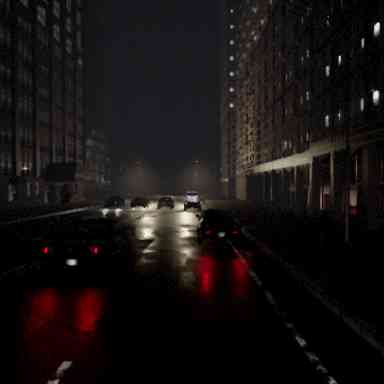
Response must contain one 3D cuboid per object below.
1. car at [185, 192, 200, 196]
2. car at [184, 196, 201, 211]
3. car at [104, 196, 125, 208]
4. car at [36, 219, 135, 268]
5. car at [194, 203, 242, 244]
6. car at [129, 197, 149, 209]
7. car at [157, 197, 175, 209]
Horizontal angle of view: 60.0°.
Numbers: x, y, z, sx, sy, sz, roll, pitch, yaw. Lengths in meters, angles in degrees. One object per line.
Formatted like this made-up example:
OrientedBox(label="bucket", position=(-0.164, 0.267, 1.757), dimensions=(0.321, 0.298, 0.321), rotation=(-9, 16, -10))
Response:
OrientedBox(label="car", position=(0.052, 0.931, 50.551), dimensions=(2.150, 2.045, 5.566), rotation=(0, 1, 0))
OrientedBox(label="car", position=(0.046, 1.388, 37.534), dimensions=(1.895, 1.301, 4.718), rotation=(0, 0, 1))
OrientedBox(label="car", position=(-9.824, 1.235, 42.496), dimensions=(1.882, 1.535, 5.008), rotation=(0, 0, 0))
OrientedBox(label="car", position=(-3.147, 1.541, 10.950), dimensions=(1.895, 1.301, 4.718), rotation=(0, 0, 0))
OrientedBox(label="car", position=(1.142, 1.443, 15.080), dimensions=(1.812, 1.442, 4.674), rotation=(0, 0, 0))
OrientedBox(label="car", position=(-6.578, 1.307, 42.204), dimensions=(2.033, 1.411, 5.357), rotation=(0, 0, 0))
OrientedBox(label="car", position=(-3.140, 1.319, 40.284), dimensions=(2.033, 1.411, 5.357), rotation=(0, 0, 0))
